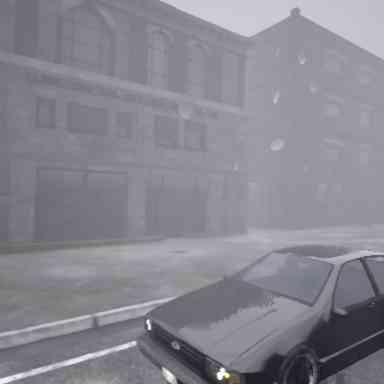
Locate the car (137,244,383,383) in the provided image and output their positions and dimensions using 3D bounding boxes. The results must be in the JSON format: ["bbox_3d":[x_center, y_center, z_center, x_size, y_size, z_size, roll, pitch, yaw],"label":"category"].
[{"bbox_3d":[1.929,1.572,5.057,5.357,1.411,2.033,0,0,-35],"label":"car"}]
